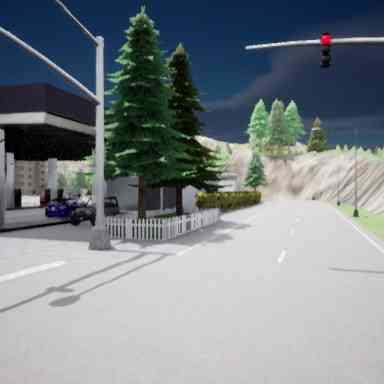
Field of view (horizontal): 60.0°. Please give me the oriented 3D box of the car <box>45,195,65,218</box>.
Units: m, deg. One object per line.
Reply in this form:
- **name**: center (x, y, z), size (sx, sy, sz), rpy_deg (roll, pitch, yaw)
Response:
- **car**: center (-10.365, 1.401, 28.651), size (2.242, 1.667, 4.611), rpy_deg (0, 0, 19)

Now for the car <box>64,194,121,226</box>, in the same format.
- **car**: center (-6.440, 1.262, 22.695), size (1.905, 1.878, 3.866), rpy_deg (0, 0, 19)

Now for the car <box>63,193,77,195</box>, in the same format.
- **car**: center (-29.438, 1.021, 75.642), size (5.027, 1.636, 2.152), rpy_deg (0, 0, 19)
